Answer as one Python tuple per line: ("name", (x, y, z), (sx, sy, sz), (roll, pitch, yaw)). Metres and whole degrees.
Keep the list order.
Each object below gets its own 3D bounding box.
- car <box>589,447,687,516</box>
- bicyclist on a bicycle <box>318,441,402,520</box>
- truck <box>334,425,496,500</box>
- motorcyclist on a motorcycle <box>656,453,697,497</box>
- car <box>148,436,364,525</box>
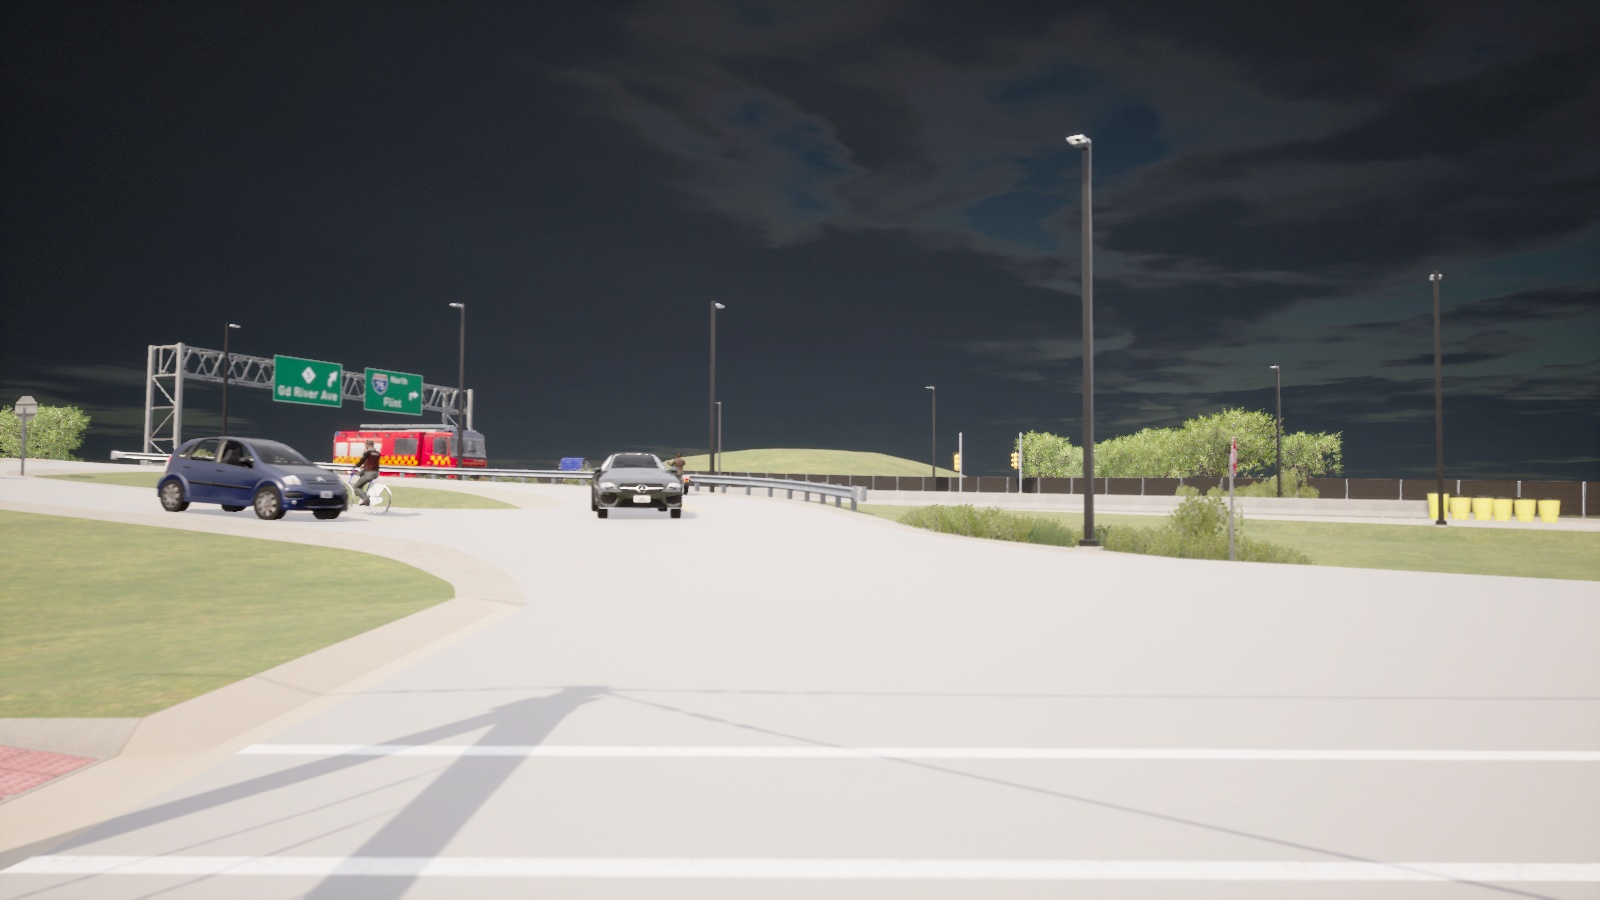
("car", (-4.367, 0.765, 33.192), (2.152, 1.651, 5.027), (0, 0, -12))
("bicyclist on a bicycle", (-10.302, 0.708, 29.400), (1.843, 1.776, 0.659), (2, -2, 25))
("truck", (-20.685, 0.702, 67.383), (8.468, 3.827, 2.891), (0, -3, 25))
("motorcyclist on a motorcycle", (-4.735, 0.941, 48.021), (0.766, 1.649, 2.350), (1, 0, -25))
("car", (-11.269, 0.611, 26.012), (3.988, 1.617, 1.851), (2, -1, 25))
